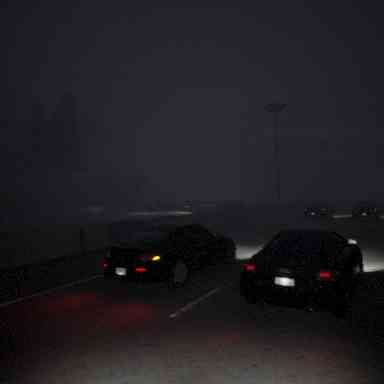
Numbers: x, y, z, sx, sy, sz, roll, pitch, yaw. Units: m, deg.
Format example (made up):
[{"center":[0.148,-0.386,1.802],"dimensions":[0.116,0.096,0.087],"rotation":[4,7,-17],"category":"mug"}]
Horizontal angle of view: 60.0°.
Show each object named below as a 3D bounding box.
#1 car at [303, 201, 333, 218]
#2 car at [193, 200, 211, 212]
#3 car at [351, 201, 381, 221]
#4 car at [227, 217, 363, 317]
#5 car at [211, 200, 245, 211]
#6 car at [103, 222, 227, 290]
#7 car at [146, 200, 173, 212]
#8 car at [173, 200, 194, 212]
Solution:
[{"center":[10.416,1.457,27.444],"dimensions":[1.812,1.442,4.674],"rotation":[-1,-1,31],"category":"car"},{"center":[2.425,1.749,41.730],"dimensions":[1.812,1.442,4.674],"rotation":[-1,-1,31],"category":"car"},{"center":[13.419,1.384,25.647],"dimensions":[1.812,1.442,4.674],"rotation":[-1,-1,31],"category":"car"},{"center":[2.641,1.517,7.539],"dimensions":[1.994,1.385,4.181],"rotation":[-1,0,31],"category":"car"},{"center":[4.511,1.629,38.407],"dimensions":[1.882,1.535,5.008],"rotation":[-1,-1,31],"category":"car"},{"center":[-0.389,1.552,9.290],"dimensions":[1.812,1.442,4.674],"rotation":[-1,0,31],"category":"car"},{"center":[-4.103,1.847,44.456],"dimensions":[1.882,1.535,5.008],"rotation":[-1,-1,31],"category":"car"},{"center":[-0.074,1.803,44.366],"dimensions":[1.837,1.490,4.892],"rotation":[-1,-1,31],"category":"car"}]
